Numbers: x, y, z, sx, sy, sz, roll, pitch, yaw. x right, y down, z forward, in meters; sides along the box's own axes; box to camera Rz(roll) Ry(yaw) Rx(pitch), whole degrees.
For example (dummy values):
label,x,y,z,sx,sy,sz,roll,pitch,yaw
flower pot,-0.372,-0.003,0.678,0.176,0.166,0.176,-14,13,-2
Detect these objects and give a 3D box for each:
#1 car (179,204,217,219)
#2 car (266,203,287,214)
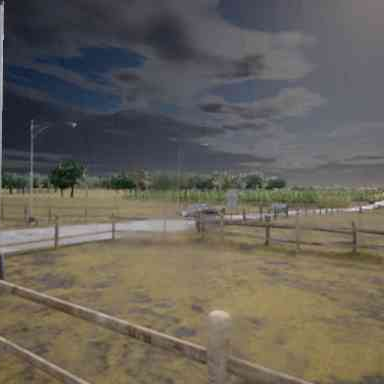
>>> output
label,x,y,z,sx,sy,sz,roll,pitch,yaw
car,0.659,1.937,32.982,2.128,1.511,4.902,2,0,35
car,12.898,2.509,50.278,1.837,1.490,4.892,2,-1,35
